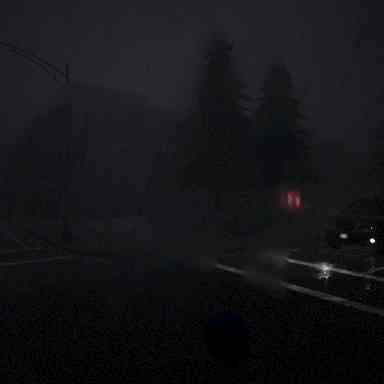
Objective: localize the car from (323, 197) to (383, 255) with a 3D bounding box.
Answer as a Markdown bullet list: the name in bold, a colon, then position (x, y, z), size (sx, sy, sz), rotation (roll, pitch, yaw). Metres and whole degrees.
- **car**: position (7.729, 1.248, 13.728), size (5.566, 2.045, 2.150), rotation (0, 0, -37)
